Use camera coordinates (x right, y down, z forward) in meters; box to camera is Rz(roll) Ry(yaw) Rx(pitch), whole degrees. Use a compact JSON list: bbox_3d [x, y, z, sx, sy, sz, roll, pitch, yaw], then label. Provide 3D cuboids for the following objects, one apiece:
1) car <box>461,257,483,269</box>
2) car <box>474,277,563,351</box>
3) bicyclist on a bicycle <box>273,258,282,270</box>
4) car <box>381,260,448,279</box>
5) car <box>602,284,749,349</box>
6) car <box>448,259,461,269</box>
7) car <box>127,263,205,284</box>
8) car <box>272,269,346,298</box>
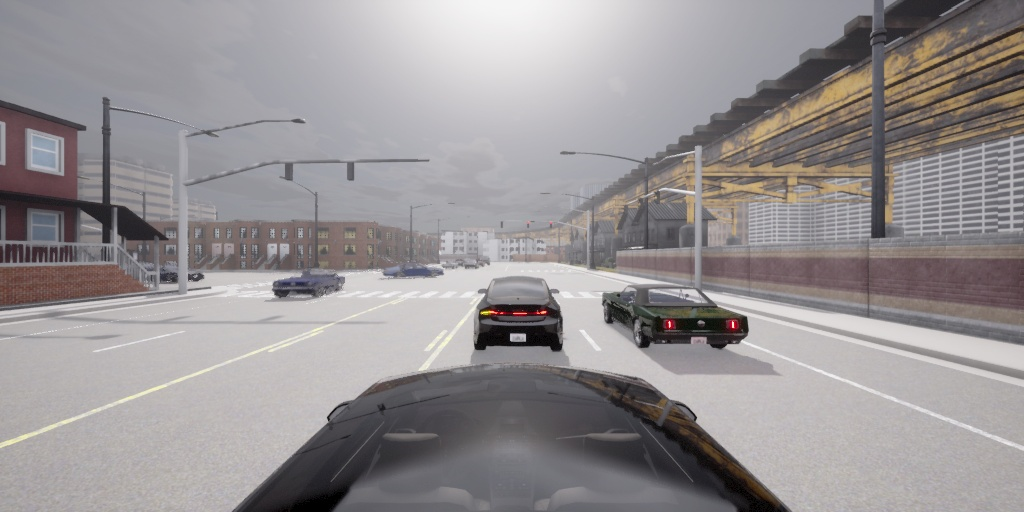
[{"bbox_3d":[-6.307,1.297,56.936,2.033,1.411,5.357,0,0,1],"label":"car"},{"bbox_3d":[0.161,1.255,9.015,1.837,1.490,4.892,0,0,1],"label":"car"},{"bbox_3d":[-30.543,1.050,46.686,0.582,1.620,1.656,0,0,1],"label":"bicyclist on a bicycle"},{"bbox_3d":[-8.976,1.297,32.514,5.357,1.411,2.033,0,0,-28],"label":"car"},{"bbox_3d":[3.667,1.351,9.155,1.895,1.301,4.718,0,0,1],"label":"car"},{"bbox_3d":[-9.814,1.351,56.664,1.895,1.301,4.718,0,0,2],"label":"car"},{"bbox_3d":[-25.466,1.314,26.633,4.181,1.385,1.994,0,0,1],"label":"car"},{"bbox_3d":[-10.242,1.351,18.475,1.895,1.301,4.718,0,0,-8],"label":"car"}]
